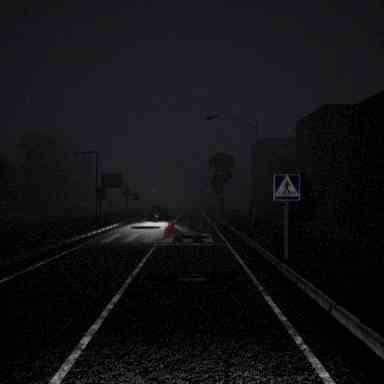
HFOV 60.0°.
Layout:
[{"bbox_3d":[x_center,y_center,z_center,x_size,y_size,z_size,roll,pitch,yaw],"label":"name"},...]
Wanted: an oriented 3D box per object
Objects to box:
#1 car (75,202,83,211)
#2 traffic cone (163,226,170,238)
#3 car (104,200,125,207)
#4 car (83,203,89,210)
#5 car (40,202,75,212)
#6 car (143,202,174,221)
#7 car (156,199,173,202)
[{"bbox_3d":[-21.852,2.478,56.622,4.892,1.521,2.231,0,-1,0],"label":"car"},{"bbox_3d":[-1.371,2.138,17.753,0.340,0.580,0.340,0,-1,0],"label":"traffic cone"},{"bbox_3d":[-21.741,3.249,91.521,5.008,1.535,2.097,0,-1,0],"label":"car"},{"bbox_3d":[-21.853,2.549,59.895,5.008,1.535,2.097,0,-1,0],"label":"car"},{"bbox_3d":[-21.865,2.445,53.346,4.674,1.452,2.002,0,-1,0],"label":"car"},{"bbox_3d":[-3.211,1.998,32.590,2.128,1.511,4.902,0,-1,0],"label":"car"},{"bbox_3d":[-8.652,3.320,94.243,4.892,1.521,2.231,0,-1,0],"label":"car"}]
